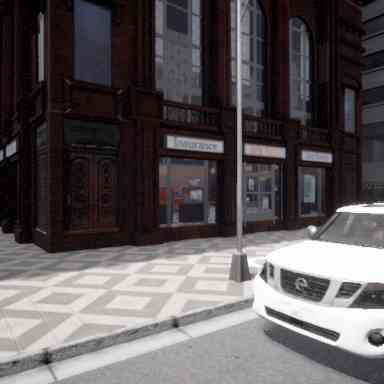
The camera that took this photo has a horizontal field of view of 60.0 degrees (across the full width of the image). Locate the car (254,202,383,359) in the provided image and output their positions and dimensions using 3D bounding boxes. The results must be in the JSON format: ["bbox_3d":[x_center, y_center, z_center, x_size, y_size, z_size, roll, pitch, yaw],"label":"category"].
[{"bbox_3d":[3.615,1.222,5.970,5.566,2.045,2.150,0,0,-36],"label":"car"}]
